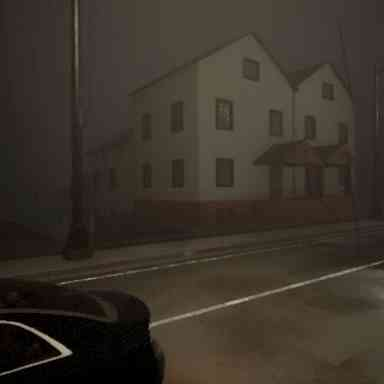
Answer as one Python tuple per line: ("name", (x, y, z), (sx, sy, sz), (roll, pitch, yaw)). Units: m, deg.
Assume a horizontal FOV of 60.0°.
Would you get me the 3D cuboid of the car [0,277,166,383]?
("car", (-2.515, 1.514, 2.198), (4.892, 1.490, 1.837), (0, 0, -36))
